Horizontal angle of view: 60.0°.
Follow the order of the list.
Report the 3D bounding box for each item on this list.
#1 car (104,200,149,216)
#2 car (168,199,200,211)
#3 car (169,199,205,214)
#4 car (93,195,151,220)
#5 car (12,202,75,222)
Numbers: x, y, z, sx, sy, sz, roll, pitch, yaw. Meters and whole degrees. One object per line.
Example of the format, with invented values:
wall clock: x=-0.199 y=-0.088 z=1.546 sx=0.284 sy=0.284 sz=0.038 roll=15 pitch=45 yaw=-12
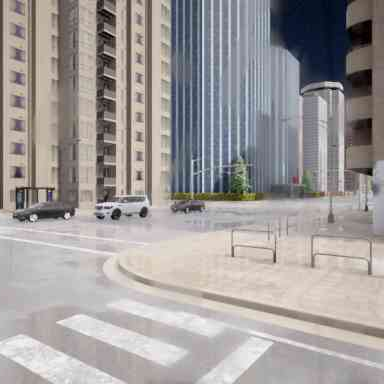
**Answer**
car: x=-6.681 y=1.581 z=34.318 sx=1.812 sy=1.442 sz=4.674 roll=0 pitch=0 yaw=35
car: x=-1.019 y=1.617 z=42.443 sx=1.994 sy=1.385 sz=4.181 roll=0 pitch=0 yaw=35
car: x=-0.388 y=1.560 z=37.242 sx=1.837 sy=1.490 sz=4.892 roll=0 pitch=0 yaw=35
car: x=-6.006 y=1.277 z=29.174 sx=2.150 sy=2.045 sz=5.566 roll=0 pitch=0 yaw=35
car: x=-11.862 y=1.560 z=26.917 sx=1.837 sy=1.490 sz=4.892 roll=0 pitch=0 yaw=36
